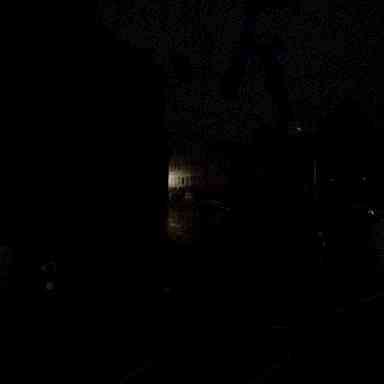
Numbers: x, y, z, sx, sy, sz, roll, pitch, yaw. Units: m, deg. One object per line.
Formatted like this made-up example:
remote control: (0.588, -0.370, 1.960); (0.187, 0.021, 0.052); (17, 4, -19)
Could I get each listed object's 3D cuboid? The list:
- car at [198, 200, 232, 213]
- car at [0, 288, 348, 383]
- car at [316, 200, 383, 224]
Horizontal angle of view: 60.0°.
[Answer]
car: (2.439, 1.587, 37.152); (1.812, 1.442, 4.674); (1, 0, -35)
car: (-0.620, 1.566, 2.360); (4.313, 1.339, 1.947); (0, 0, -35)
car: (11.559, 1.383, 24.361); (2.097, 1.767, 4.553); (1, -1, -36)
